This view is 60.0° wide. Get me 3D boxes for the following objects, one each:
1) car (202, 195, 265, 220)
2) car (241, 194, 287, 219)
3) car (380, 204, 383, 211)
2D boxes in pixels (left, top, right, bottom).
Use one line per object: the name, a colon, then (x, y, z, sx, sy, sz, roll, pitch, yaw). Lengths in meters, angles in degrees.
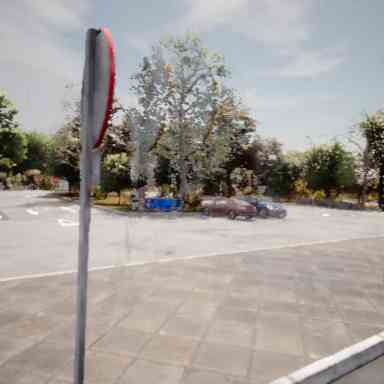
car: (2.695, 1.160, 24.330, 2.002, 1.452, 4.674, 2, 1, -35)
car: (5.265, 1.062, 26.192, 2.185, 1.767, 4.553, 2, 1, -35)
car: (25.278, 1.779, 40.022, 2.002, 1.452, 4.674, 2, 1, -35)
